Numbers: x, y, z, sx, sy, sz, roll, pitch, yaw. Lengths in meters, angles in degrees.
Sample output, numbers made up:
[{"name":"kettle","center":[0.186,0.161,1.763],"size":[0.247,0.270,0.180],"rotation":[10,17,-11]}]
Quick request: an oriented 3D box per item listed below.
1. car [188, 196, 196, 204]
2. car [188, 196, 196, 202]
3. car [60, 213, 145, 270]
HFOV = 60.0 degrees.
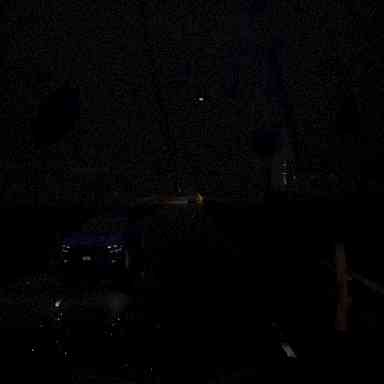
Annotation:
[{"name":"car","center":[0.000,1.912,74.120],"size":[1.882,1.535,5.008],"rotation":[0,0,0]},{"name":"car","center":[0.000,1.730,84.582],"size":[1.882,1.535,5.008],"rotation":[0,0,0]},{"name":"car","center":[-2.812,1.519,11.406],"size":[1.882,1.535,5.008],"rotation":[0,0,0]}]
